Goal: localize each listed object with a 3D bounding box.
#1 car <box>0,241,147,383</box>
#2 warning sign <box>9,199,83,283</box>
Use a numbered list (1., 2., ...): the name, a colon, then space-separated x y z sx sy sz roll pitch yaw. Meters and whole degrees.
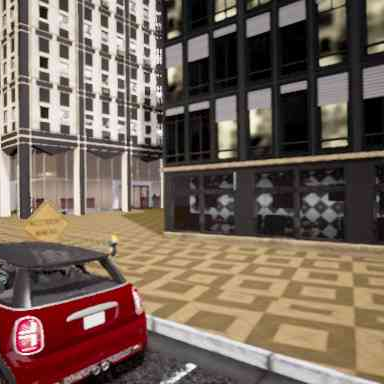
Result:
1. car: -2.631 1.445 4.858 4.097 1.590 1.967 0 -1 37
2. warning sign: -3.649 1.122 8.372 1.060 1.860 1.300 -1 0 37
